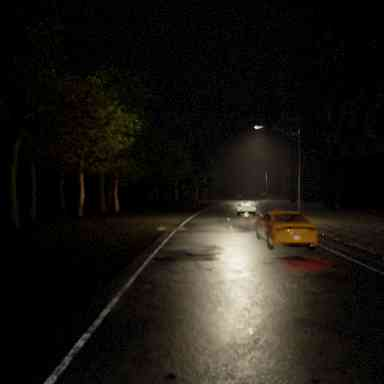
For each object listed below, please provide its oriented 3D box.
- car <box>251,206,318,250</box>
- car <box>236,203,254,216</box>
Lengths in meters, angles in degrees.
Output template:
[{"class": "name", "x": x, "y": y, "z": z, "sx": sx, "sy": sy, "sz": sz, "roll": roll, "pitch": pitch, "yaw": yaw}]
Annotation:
[{"class": "car", "x": 4.065, "y": 1.585, "z": 14.956, "sx": 1.882, "sy": 1.535, "sz": 5.008, "roll": 0, "pitch": 0, "yaw": 3}, {"class": "car", "x": 5.764, "y": 1.799, "z": 35.800, "sx": 1.895, "sy": 1.301, "sz": 4.718, "roll": 0, "pitch": 0, "yaw": 6}]
